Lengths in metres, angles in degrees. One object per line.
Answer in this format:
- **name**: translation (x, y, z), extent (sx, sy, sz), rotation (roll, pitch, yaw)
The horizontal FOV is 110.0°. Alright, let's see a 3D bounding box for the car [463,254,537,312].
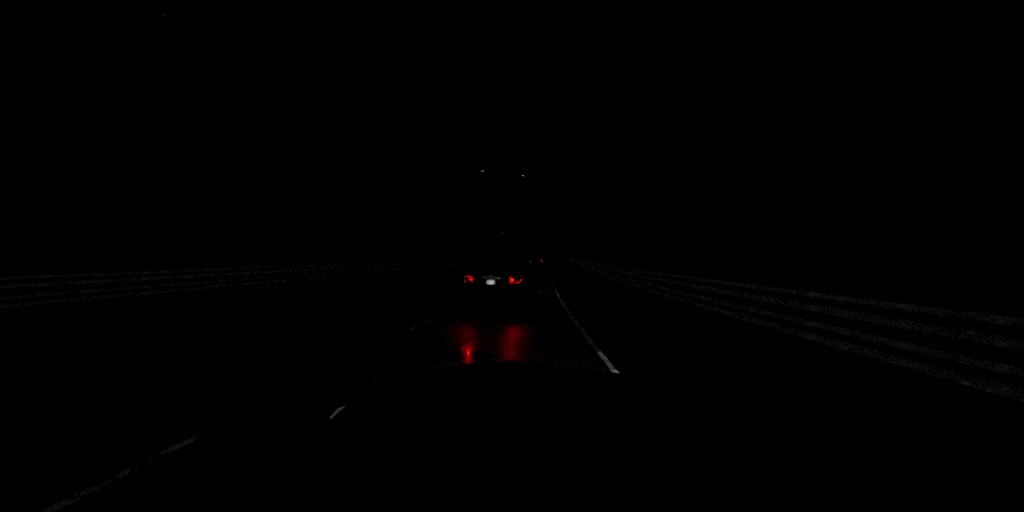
- **car**: translation (-0.354, 0.943, 14.301), extent (2.150, 2.045, 5.566), rotation (0, 0, 7)
